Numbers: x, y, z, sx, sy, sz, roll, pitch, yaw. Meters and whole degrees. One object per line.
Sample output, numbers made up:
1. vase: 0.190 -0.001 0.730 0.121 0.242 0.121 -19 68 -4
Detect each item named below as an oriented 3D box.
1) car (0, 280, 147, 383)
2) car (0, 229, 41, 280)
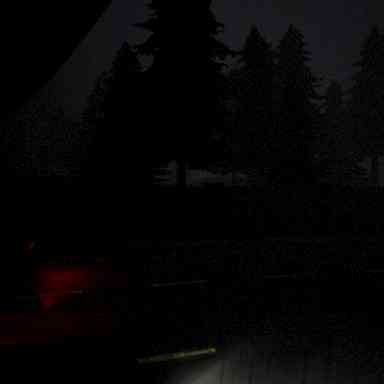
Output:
1. car: -2.730 1.548 1.633 5.357 1.411 2.033 0 0 -21
2. car: -6.308 1.478 7.839 5.008 1.535 1.882 0 0 -21
